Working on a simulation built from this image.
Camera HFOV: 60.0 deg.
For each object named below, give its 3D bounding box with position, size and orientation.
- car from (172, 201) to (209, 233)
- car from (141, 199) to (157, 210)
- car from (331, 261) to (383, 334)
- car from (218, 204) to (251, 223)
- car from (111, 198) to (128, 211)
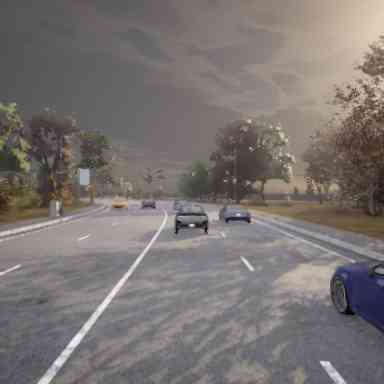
[{"bbox_3d":[-0.070,1.501,19.543,2.128,1.511,4.902,0,0,-1],"label":"car"},{"bbox_3d":[-5.605,1.564,43.025,2.033,1.411,5.357,0,0,-8],"label":"car"},{"bbox_3d":[3.599,1.528,4.546,1.812,1.442,4.674,0,0,0],"label":"car"},{"bbox_3d":[3.203,1.577,25.626,1.994,1.385,4.181,0,0,-2],"label":"car"},{"bbox_3d":[-8.941,1.490,41.360,1.882,1.535,5.008,0,0,-8],"label":"car"}]
